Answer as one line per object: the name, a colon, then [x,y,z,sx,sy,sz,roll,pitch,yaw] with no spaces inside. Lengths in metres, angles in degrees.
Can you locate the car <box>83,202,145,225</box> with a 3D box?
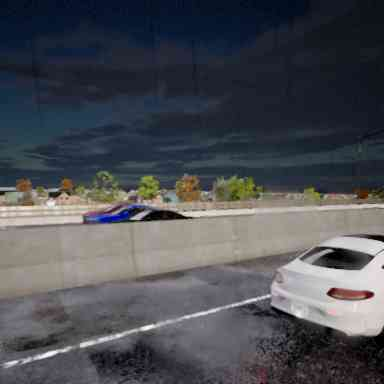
car: [-3.422,1.474,18.707,5.008,1.535,1.882,0,0,-35]

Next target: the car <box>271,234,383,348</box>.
car: [3.449,1.525,6.180,4.674,1.442,1.812,0,0,-35]

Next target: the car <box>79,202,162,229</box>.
car: [-4.672,1.474,22.107,5.008,1.535,1.882,0,0,-35]

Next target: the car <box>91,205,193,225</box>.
car: [-1.960,1.523,15.442,4.674,1.442,1.812,0,0,-35]
